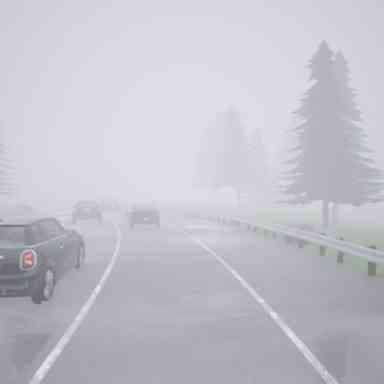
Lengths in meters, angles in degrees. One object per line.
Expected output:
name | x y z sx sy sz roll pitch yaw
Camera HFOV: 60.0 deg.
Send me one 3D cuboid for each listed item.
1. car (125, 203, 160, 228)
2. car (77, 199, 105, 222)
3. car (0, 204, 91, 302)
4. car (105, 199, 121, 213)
car | -3.420 1.491 22.468 1.882 1.535 5.008 0 0 -16
car | -8.308 1.389 26.279 2.097 1.767 4.553 0 0 -19
car | -4.146 1.371 8.342 2.097 1.767 4.553 0 0 -6
car | -9.497 1.544 37.806 2.163 1.488 4.792 0 0 -27
